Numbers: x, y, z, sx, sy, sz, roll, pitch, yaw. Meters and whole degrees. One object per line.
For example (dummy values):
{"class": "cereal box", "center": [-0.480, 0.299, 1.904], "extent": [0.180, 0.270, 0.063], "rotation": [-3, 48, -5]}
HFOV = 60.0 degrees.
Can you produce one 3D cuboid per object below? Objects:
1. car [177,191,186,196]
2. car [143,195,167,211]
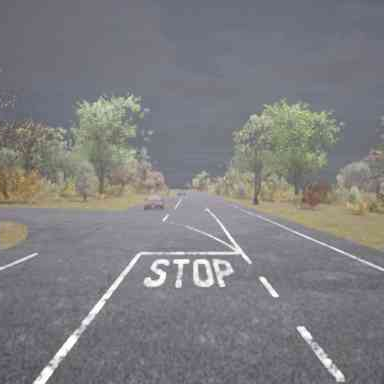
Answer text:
{"class": "car", "center": [-2.873, 0.423, 90.934], "extent": [1.994, 1.385, 4.181], "rotation": [0, 1, 6]}
{"class": "car", "center": [-3.600, 1.063, 32.703], "extent": [1.812, 1.442, 4.674], "rotation": [0, -1, 0]}
